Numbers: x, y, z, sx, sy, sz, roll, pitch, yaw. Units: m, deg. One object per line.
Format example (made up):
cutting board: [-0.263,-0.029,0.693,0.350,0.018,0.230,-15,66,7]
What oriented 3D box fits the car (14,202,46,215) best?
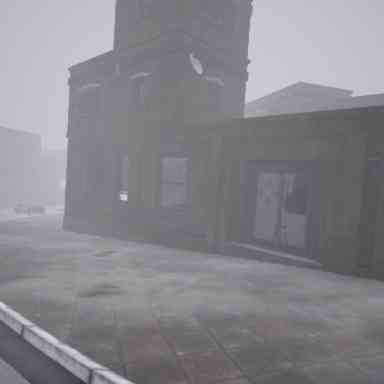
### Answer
car: [-19.772,1.991,40.868,2.128,1.511,4.902,4,-1,3]

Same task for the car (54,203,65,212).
car: [-18.610,2.363,50.783,2.033,1.411,5.357,4,-1,16]
